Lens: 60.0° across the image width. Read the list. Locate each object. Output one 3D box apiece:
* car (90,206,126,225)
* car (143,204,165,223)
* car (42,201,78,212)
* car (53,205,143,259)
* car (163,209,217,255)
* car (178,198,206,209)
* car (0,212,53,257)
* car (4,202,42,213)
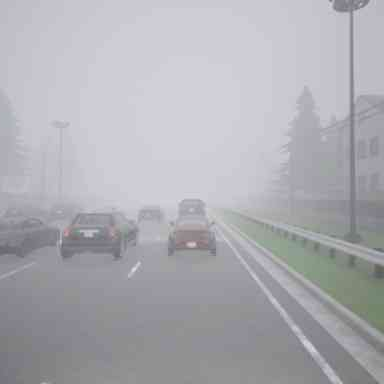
[{"bbox_3d":[-6.998,1.912,28.219,1.895,1.301,4.718,0,-1,0],"label":"car"},{"bbox_3d":[-3.489,1.800,29.233,1.882,1.535,5.008,0,0,0],"label":"car"},{"bbox_3d":[-10.495,1.664,28.398,2.097,1.767,4.553,0,-1,0],"label":"car"},{"bbox_3d":[-3.489,1.500,13.402,2.097,1.767,4.553,0,-1,0],"label":"car"},{"bbox_3d":[0.015,1.679,13.870,1.812,1.442,4.674,0,0,0],"label":"car"},{"bbox_3d":[-0.004,1.529,27.545,2.150,2.045,5.566,0,0,0],"label":"car"},{"bbox_3d":[-6.986,1.714,13.543,1.994,1.385,4.181,0,-1,0],"label":"car"},{"bbox_3d":[-13.995,1.664,28.397,2.097,1.767,4.553,0,-1,0],"label":"car"}]
